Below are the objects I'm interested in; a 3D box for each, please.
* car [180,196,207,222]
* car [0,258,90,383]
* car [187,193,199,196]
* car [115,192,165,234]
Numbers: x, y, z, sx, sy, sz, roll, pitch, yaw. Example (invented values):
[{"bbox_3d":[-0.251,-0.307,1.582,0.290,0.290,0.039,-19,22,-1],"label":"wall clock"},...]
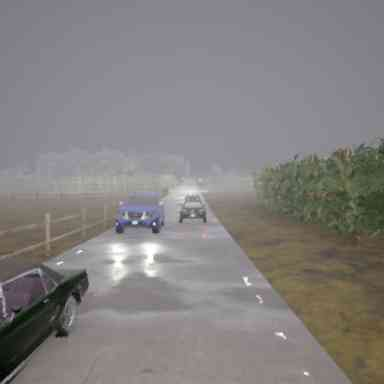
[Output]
[{"bbox_3d":[0.080,1.282,23.784,1.812,1.442,4.674,0,1,0],"label":"car"},{"bbox_3d":[-2.810,1.595,3.855,1.895,1.301,4.718,0,0,0],"label":"car"},{"bbox_3d":[0.110,0.804,42.632,1.895,1.301,4.718,0,2,0],"label":"car"},{"bbox_3d":[-2.744,1.073,18.741,2.150,2.045,5.566,0,1,0],"label":"car"}]
